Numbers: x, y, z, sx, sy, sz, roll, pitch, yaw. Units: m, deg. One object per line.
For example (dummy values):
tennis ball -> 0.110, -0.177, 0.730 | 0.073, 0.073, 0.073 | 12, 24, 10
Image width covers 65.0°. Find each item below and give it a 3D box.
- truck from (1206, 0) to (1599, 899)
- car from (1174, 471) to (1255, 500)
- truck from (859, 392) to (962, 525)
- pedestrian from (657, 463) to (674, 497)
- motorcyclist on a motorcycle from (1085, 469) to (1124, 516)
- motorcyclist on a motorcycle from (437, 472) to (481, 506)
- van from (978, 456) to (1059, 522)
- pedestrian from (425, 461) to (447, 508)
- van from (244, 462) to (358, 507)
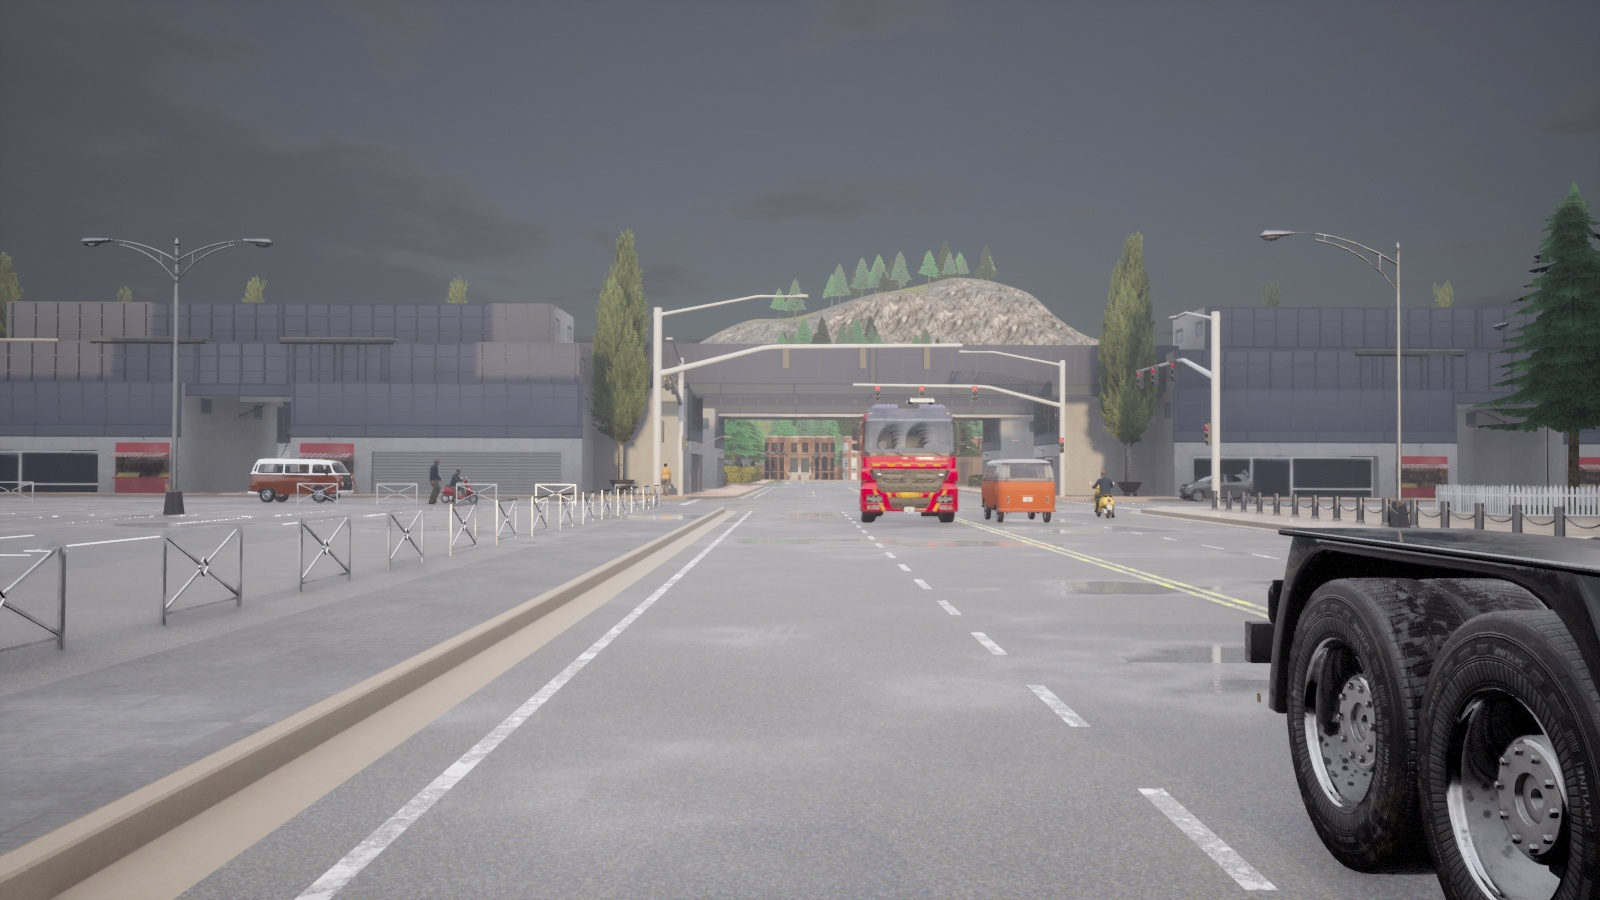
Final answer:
truck -> 3.496, -0.142, 2.332 | 2.891, 3.462, 7.936 | 0, -1, 0
car -> 21.566, 1.838, 65.410 | 3.633, 1.501, 1.845 | 0, -1, 0
truck -> 3.376, 0.313, 40.388 | 2.891, 3.827, 8.468 | 0, -1, 3
pedestrian -> -7.457, 1.668, 69.570 | 0.874, 1.855, 0.900 | 0, -1, -10
motorcyclist on a motorcycle -> 10.405, 1.447, 43.000 | 0.866, 1.590, 1.817 | 0, -1, 0
motorcyclist on a motorcycle -> -15.840, 1.808, 58.317 | 1.817, 1.590, 0.866 | 0, -1, 1
van -> 6.910, 1.211, 40.102 | 1.775, 1.987, 4.442 | 0, -1, 0
pedestrian -> -14.495, 1.369, 50.010 | 0.726, 1.842, 0.402 | 0, -1, -1
van -> -23.202, 1.611, 58.494 | 4.480, 2.038, 2.069 | 0, -1, 1
